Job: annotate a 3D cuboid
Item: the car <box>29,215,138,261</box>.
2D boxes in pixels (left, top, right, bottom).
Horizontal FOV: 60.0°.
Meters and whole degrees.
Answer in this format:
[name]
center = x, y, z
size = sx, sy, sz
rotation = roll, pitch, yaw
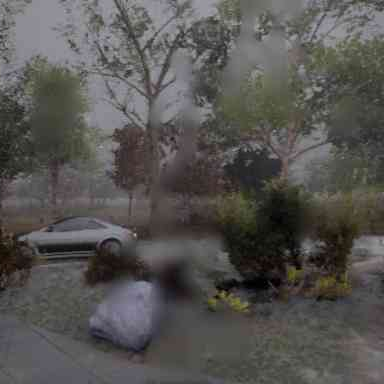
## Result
[car]
center = -3.893, 1.481, 10.852
size = 4.181, 1.385, 1.994
rotation = -2, 0, -4
